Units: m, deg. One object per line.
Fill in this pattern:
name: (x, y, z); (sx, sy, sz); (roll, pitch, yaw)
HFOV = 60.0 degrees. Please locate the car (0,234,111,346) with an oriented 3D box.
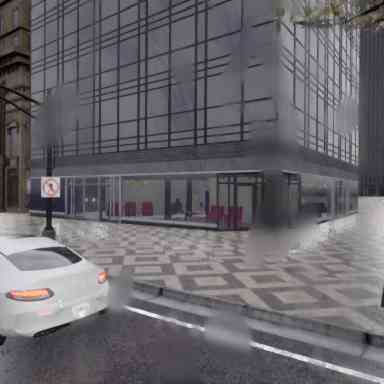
car: (-3.487, 1.524, 6.168); (4.674, 1.442, 1.812); (0, 0, 35)
